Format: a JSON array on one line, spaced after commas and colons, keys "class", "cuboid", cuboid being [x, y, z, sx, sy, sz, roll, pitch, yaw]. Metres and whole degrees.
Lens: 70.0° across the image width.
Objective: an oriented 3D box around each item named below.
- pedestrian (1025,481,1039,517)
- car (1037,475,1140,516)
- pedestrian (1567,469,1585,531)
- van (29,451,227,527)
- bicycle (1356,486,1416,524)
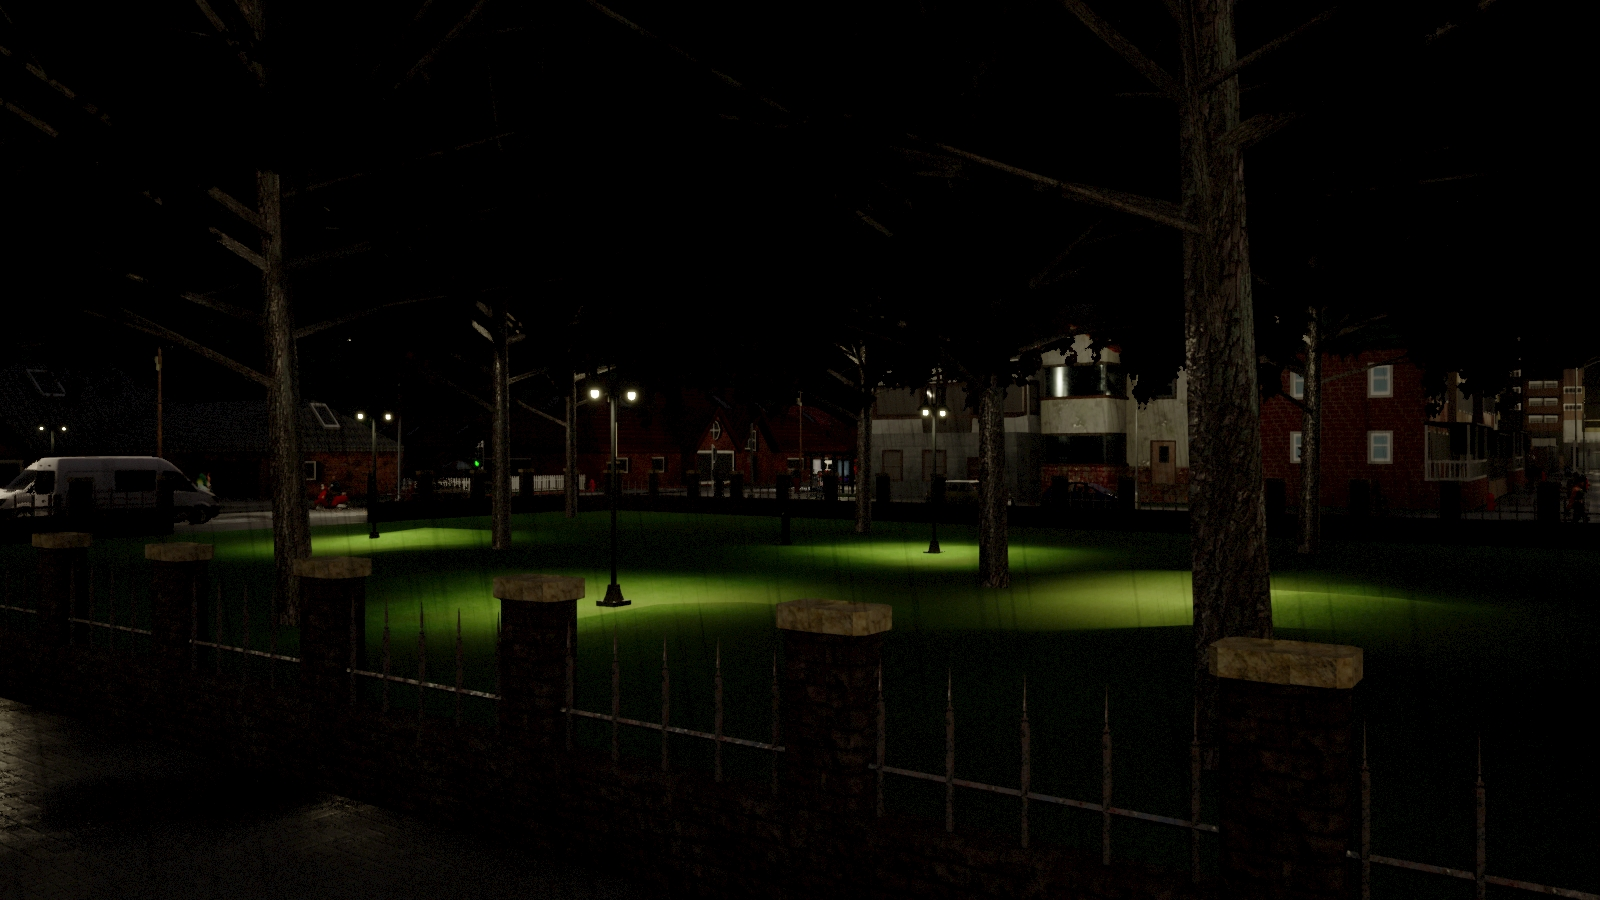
[{"class": "pedestrian", "cuboid": [8.578, 1.804, 42.225, 0.375, 1.300, 0.375, 0, 0, 34]}, {"class": "car", "cuboid": [11.752, 1.818, 46.570, 3.633, 1.501, 1.845, 0, 0, 35]}, {"class": "pedestrian", "cuboid": [23.739, 1.525, 34.954, 0.375, 1.860, 0.375, 0, 0, -41]}, {"class": "van", "cuboid": [-24.285, 1.315, 41.562, 1.988, 2.561, 5.915, 0, 0, 36]}, {"class": "bicycle", "cuboid": [20.666, 1.940, 40.304, 1.835, 1.271, 0.329, 0, 0, 35]}]
